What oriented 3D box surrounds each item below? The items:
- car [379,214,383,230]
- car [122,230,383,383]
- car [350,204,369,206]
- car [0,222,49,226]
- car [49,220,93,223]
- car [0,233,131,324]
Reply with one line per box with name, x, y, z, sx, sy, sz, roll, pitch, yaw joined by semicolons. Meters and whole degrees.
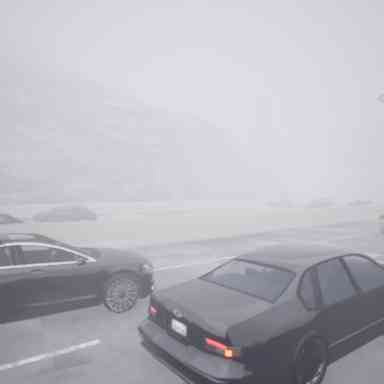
car;11.785;1.465;17.839;5.008;1.535;1.882;0;0;-41
car;1.860;1.548;5.209;5.357;1.411;2.033;0;0;-37
car;21.662;1.585;42.684;1.895;1.301;4.718;0;0;42
car;-9.187;1.634;14.701;4.718;1.301;1.895;0;0;-36
car;-8.947;1.604;23.662;4.181;1.385;1.994;0;0;-38
car;-3.010;1.504;6.002;4.902;1.511;2.128;0;0;-36
